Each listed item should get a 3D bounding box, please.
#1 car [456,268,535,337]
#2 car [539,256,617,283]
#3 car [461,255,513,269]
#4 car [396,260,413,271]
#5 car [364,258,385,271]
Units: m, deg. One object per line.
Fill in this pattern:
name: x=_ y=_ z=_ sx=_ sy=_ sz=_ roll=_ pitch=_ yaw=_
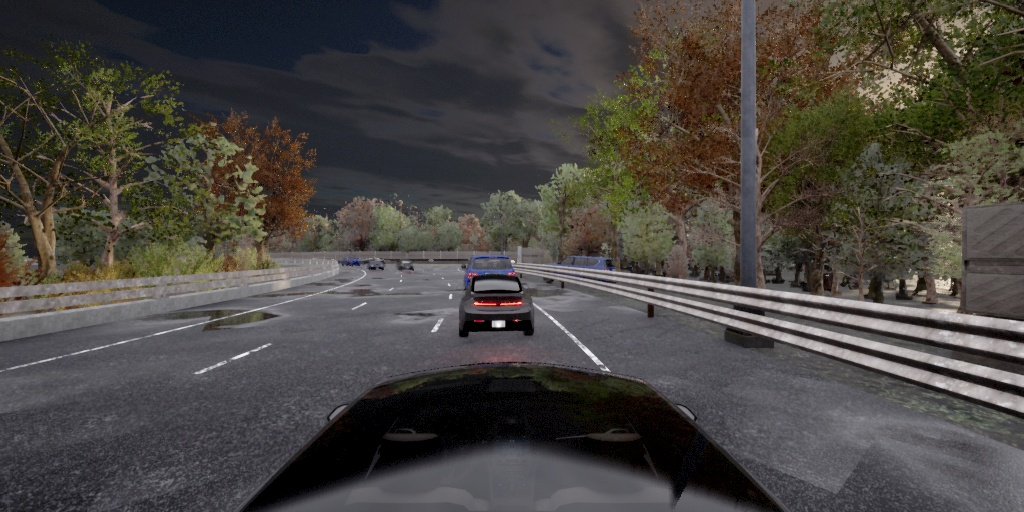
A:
car: x=-0.521 y=1.255 z=10.334 sx=1.837 sy=1.490 sz=4.892 roll=0 pitch=0 yaw=-5
car: x=4.618 y=1.004 z=25.330 sx=5.566 sy=2.045 sz=2.150 roll=5 pitch=1 yaw=38
car: x=-1.170 y=0.971 z=17.008 sx=2.150 sy=2.045 sz=5.566 roll=0 pitch=0 yaw=-9
car: x=-14.741 y=1.275 z=49.184 sx=1.812 sy=1.442 sz=4.674 roll=0 pitch=0 yaw=-26
car: x=-19.289 y=1.350 z=50.444 sx=1.895 sy=1.301 sz=4.718 roll=0 pitch=0 yaw=-27
